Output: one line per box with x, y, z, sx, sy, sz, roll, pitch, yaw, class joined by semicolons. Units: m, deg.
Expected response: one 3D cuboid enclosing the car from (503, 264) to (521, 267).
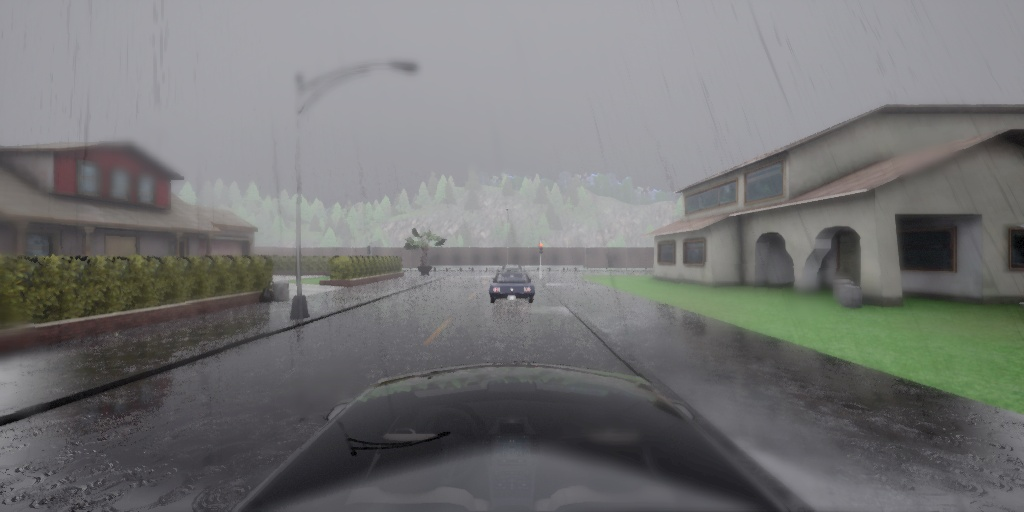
0.000;1.365;31.530;1.895;1.301;4.718;0;0;0;car

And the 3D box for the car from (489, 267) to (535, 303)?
0.000;1.365;16.530;1.895;1.301;4.718;0;0;0;car
